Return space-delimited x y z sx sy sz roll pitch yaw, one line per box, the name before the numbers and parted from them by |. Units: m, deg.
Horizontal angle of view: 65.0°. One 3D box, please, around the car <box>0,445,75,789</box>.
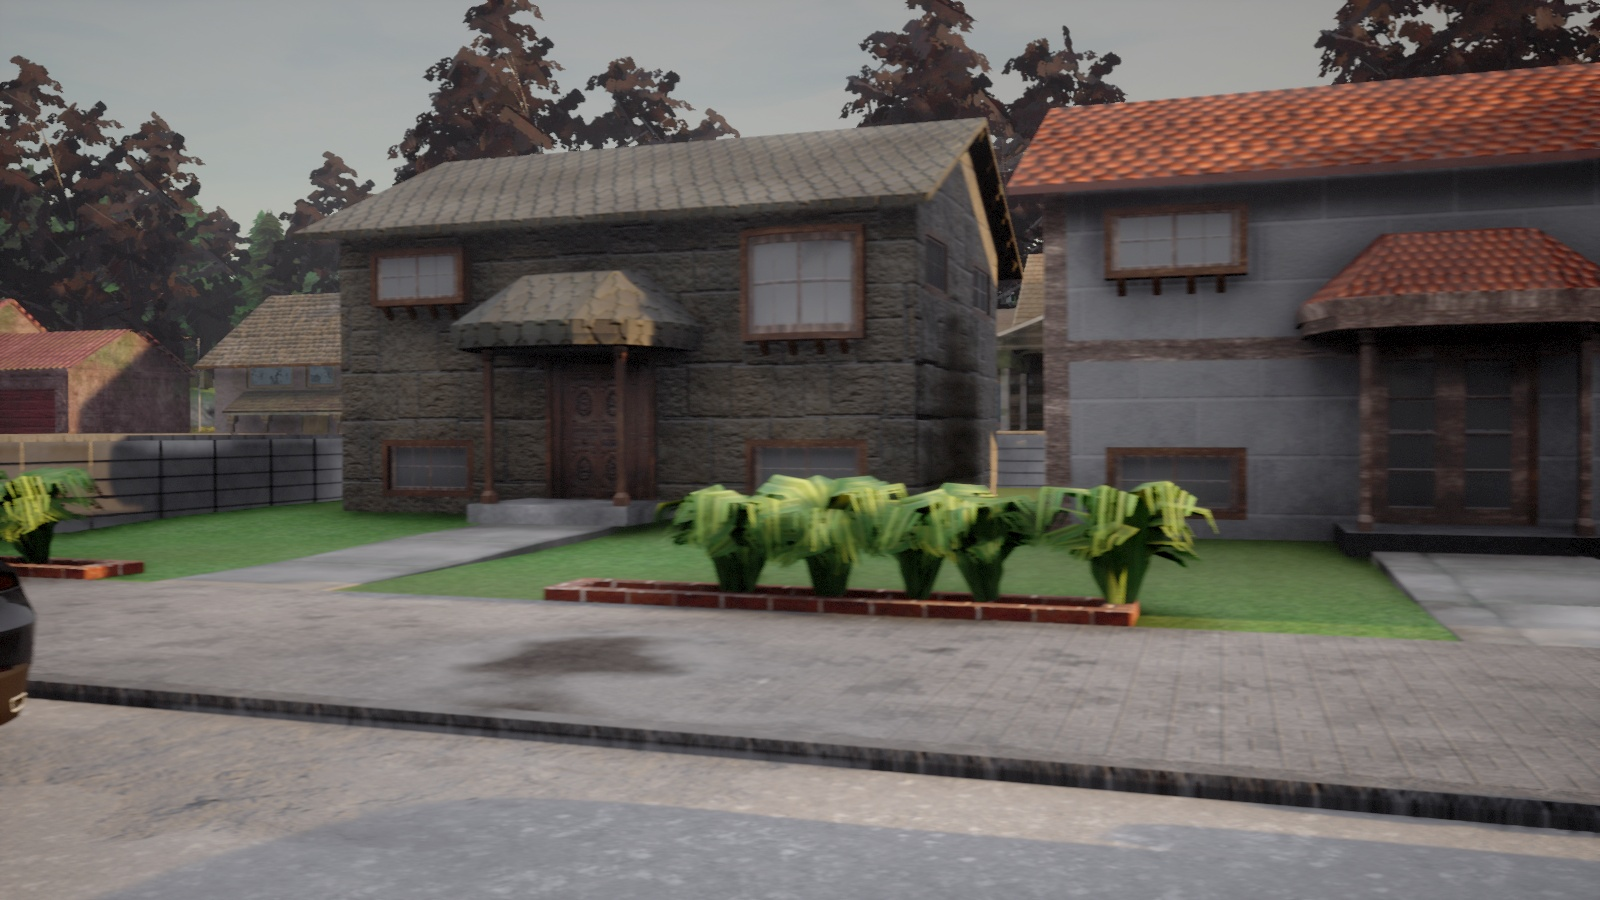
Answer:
car | -5.975 0.717 5.731 4.892 1.490 1.837 1 1 19
